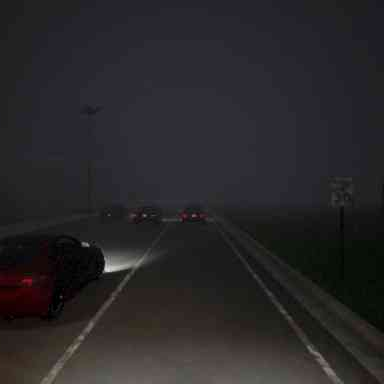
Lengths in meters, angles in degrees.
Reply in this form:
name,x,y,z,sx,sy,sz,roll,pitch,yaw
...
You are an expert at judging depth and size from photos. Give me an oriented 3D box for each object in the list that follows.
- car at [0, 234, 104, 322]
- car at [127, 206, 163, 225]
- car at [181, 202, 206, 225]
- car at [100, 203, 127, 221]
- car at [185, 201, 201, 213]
name,x,y,z,sx,sy,sz,roll,pitch,yaw
car,-3.386,1.627,7.465,1.994,1.385,4.181,0,0,0
car,-3.380,1.770,26.279,2.033,1.411,5.357,0,0,0
car,0.115,1.770,26.093,2.033,1.411,5.357,0,0,0
car,-6.877,1.746,30.082,2.128,1.511,4.902,0,0,0
car,0.117,1.930,43.019,1.994,1.385,4.181,0,-1,0
